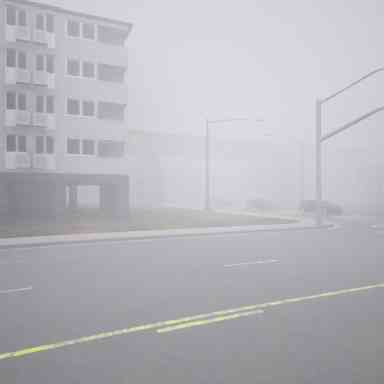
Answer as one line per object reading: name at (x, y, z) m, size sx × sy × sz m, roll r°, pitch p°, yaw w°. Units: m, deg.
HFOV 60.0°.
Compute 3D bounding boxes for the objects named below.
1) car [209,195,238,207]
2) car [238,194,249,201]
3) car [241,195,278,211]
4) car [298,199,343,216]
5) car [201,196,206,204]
car at (4.676, 1.505, 51.310) m, size 1.837 × 1.490 × 4.892 m, roll 0°, pitch 0°, yaw -21°
car at (11.407, 1.540, 75.339) m, size 2.033 × 1.411 × 5.357 m, roll 0°, pitch 0°, yaw 41°
car at (8.803, 1.491, 42.015) m, size 2.128 × 1.511 × 4.902 m, roll 0°, pitch 0°, yaw -25°
car at (12.834, 1.505, 33.440) m, size 1.837 × 1.490 × 4.892 m, roll 0°, pitch 0°, yaw -25°
car at (2.728, 1.505, 61.448) m, size 1.837 × 1.490 × 4.892 m, roll 0°, pitch 0°, yaw 3°
